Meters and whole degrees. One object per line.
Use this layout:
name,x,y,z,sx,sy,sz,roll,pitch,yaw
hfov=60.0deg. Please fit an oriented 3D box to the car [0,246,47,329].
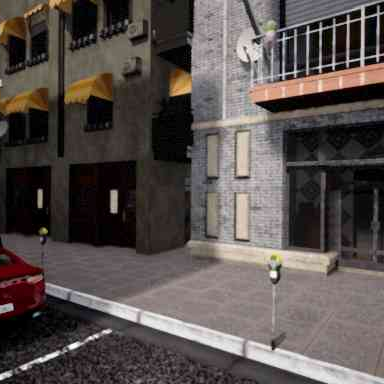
car,-4.497,1.541,6.077,4.507,1.381,1.887,0,1,36
